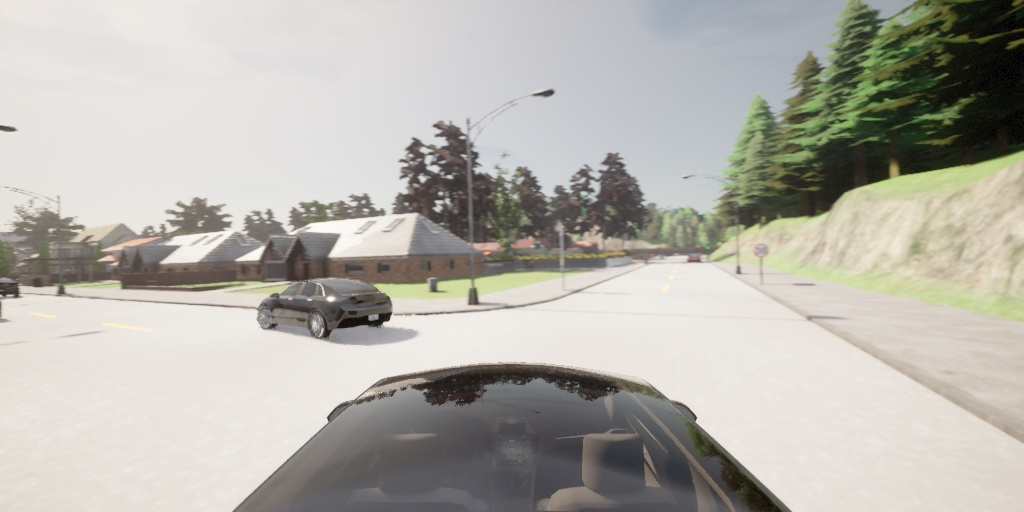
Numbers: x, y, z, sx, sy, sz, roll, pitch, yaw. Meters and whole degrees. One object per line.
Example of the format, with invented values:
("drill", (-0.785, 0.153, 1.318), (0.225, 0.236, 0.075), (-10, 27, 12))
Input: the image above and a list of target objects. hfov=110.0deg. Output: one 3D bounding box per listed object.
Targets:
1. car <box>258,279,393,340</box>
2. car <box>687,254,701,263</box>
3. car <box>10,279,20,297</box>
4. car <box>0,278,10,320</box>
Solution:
("car", (-5.648, 1.418, 10.666), (4.892, 1.490, 1.837), (-2, -2, 33))
("car", (28.287, 0.406, 55.738), (1.994, 1.385, 4.181), (-2, 0, 26))
("car", (-39.058, 2.390, 26.942), (5.008, 1.535, 1.882), (-2, 0, 26))
("car", (-22.605, 1.777, 14.324), (4.553, 1.767, 2.097), (-2, 0, 26))
